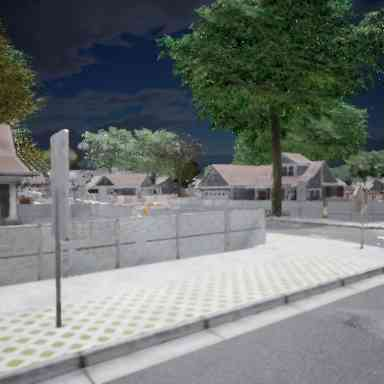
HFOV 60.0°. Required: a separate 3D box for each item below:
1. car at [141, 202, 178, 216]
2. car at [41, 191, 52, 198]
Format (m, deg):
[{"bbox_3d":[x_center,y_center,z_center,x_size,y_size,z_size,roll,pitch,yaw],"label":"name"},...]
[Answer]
[{"bbox_3d":[-3.106,1.687,31.442,1.882,1.535,5.008,-1,0,-35],"label":"car"},{"bbox_3d":[-36.274,0.538,83.397,2.097,1.767,4.553,-1,2,-35],"label":"car"}]
